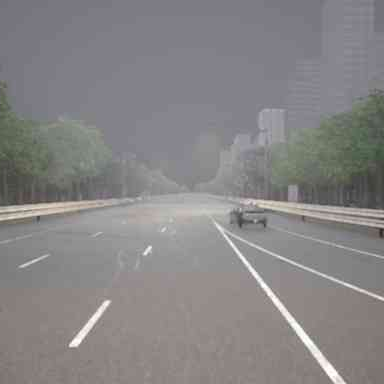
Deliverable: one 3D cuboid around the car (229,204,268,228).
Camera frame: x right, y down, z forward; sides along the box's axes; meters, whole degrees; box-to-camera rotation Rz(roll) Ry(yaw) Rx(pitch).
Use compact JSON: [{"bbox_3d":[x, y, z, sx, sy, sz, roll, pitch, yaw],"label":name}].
[{"bbox_3d":[3.732,1.580,22.631,2.128,1.511,4.902,0,0,-3],"label":"car"}]
